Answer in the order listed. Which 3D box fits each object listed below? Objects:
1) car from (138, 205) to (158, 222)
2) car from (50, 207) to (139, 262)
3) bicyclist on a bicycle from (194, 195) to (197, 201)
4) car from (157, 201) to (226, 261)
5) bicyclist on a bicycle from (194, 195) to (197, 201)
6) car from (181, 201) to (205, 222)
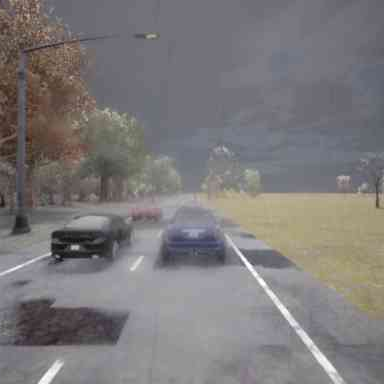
[{"bbox_3d":[-3.433,1.655,26.424,1.895,1.301,4.718,0,0,0],"label":"car"},{"bbox_3d":[-3.431,1.503,12.321,1.882,1.535,5.008,0,0,1],"label":"car"},{"bbox_3d":[0.977,1.636,94.453,0.866,1.612,1.509,0,0,0],"label":"bicyclist on a bicycle"},{"bbox_3d":[0.071,1.376,12.570,2.097,1.767,4.553,0,0,0],"label":"car"},{"bbox_3d":[0.978,1.547,85.450,0.659,1.776,1.843,0,0,0],"label":"bicyclist on a bicycle"},{"bbox_3d":[0.077,1.564,27.937,1.837,1.490,4.892,0,0,0],"label":"car"}]
